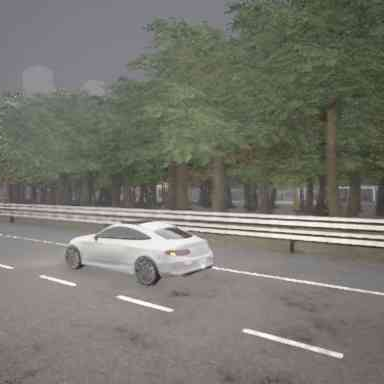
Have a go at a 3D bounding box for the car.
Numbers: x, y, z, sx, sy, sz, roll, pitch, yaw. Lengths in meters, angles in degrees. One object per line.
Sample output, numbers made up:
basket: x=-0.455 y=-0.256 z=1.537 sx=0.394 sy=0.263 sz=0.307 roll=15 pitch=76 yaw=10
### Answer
car: x=-1.618 y=1.529 z=9.325 sx=4.674 sy=1.442 sz=1.812 roll=0 pitch=0 yaw=36
